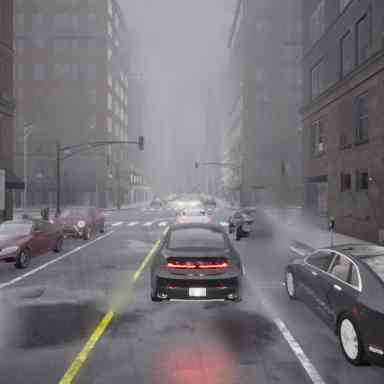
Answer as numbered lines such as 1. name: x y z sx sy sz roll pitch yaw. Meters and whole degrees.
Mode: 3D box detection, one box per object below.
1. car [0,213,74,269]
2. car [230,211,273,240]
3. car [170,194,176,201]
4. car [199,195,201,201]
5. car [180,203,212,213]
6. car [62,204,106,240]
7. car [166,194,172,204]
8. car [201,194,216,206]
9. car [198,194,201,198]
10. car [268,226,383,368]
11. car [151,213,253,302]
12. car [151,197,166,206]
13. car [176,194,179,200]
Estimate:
1. car: -5.671 1.582 11.087 1.802 1.307 4.206 0 0 0
2. car: 2.854 1.567 16.588 1.947 1.339 4.313 0 0 0
3. car: -5.593 1.626 80.563 1.752 1.417 4.829 0 0 0
4. car: 2.905 1.607 64.496 2.008 1.369 4.403 0 0 0
5. car: 0.081 1.527 17.401 1.812 1.442 4.674 0 0 -1
6. car: -5.672 1.441 16.588 1.967 1.590 4.097 0 0 0
7. car: -5.620 1.607 64.508 2.008 1.369 4.403 0 0 0
8. car: 2.885 1.476 53.679 1.967 1.590 4.097 0 0 0
9. car: 2.923 1.524 75.314 1.967 1.590 4.097 0 0 0
10. car: 2.855 1.551 5.586 2.008 1.369 4.403 0 0 0
11. car: 0.097 1.505 8.253 1.837 1.490 4.892 0 0 0
12. car: -5.639 1.618 53.691 1.802 1.307 4.206 0 0 0
13. car: -5.575 1.457 91.551 2.192 1.841 5.009 0 0 0
